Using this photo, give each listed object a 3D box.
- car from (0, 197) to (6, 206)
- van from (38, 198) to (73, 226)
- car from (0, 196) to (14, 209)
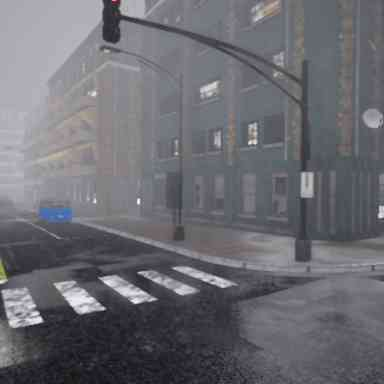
[{"bbox_3d":[-32.449,1.594,55.521,1.887,1.381,4.507,-1,0,-36],"label":"car"},{"bbox_3d":[-9.677,1.364,23.438,1.690,1.788,3.998,0,0,-34],"label":"van"},{"bbox_3d":[-25.928,1.591,46.344,2.008,1.369,4.403,-1,0,-36],"label":"car"}]
